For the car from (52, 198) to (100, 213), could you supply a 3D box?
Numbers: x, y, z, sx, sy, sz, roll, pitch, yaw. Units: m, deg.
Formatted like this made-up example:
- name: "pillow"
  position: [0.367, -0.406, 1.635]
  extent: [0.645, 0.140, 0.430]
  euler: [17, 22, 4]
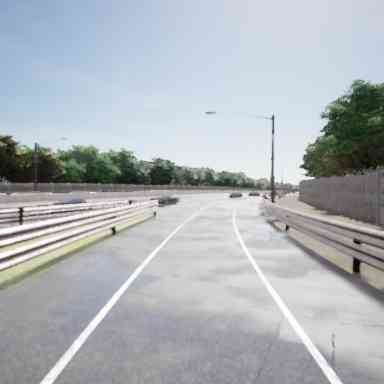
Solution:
- name: "car"
  position: [-10.155, 1.258, 29.288]
  extent: [1.812, 1.442, 4.674]
  euler: [1, 1, 25]

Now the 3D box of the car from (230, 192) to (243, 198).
- name: "car"
  position: [9.757, 0.611, 72.824]
  extent: [1.994, 1.385, 4.181]
  euler: [1, 1, 25]

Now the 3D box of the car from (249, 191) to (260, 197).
- name: "car"
  position: [16.411, 0.485, 87.375]
  extent: [2.128, 1.511, 4.902]
  euler: [1, 0, 25]

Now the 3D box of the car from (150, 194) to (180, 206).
- name: "car"
  position: [-3.503, 1.018, 43.830]
  extent: [2.033, 1.411, 5.357]
  euler: [0, 1, 25]
